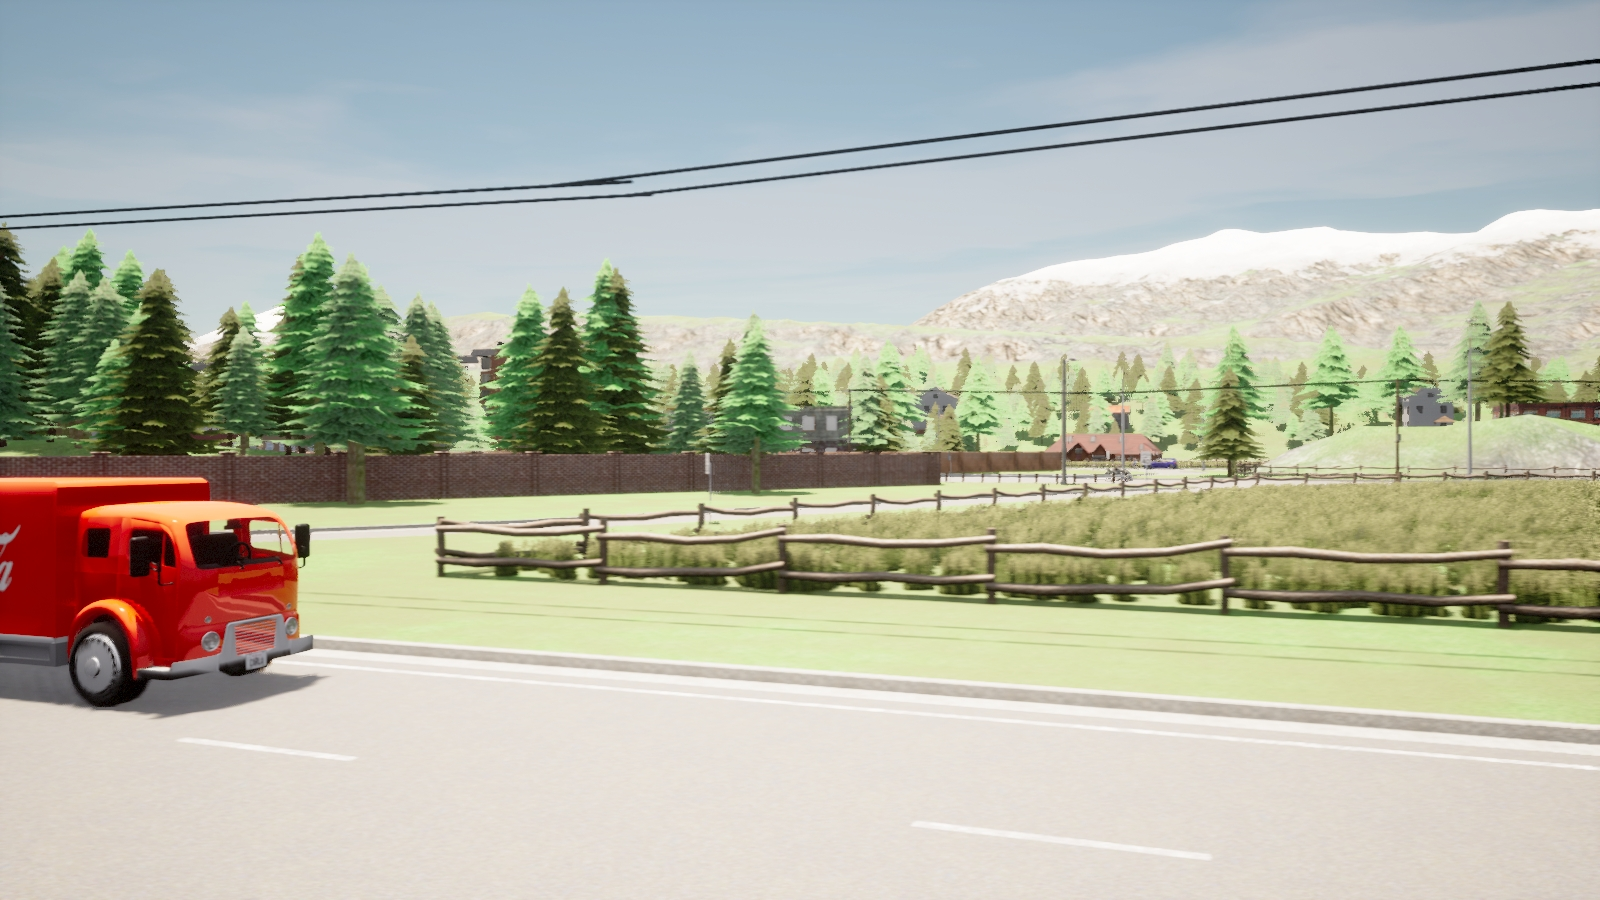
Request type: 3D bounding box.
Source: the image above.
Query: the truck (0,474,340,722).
[{"bbox_3d":[-8.629,1.568,13.889,5.204,2.467,2.627,0,0,20],"label":"truck"}]
